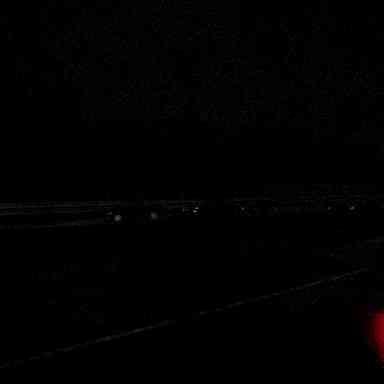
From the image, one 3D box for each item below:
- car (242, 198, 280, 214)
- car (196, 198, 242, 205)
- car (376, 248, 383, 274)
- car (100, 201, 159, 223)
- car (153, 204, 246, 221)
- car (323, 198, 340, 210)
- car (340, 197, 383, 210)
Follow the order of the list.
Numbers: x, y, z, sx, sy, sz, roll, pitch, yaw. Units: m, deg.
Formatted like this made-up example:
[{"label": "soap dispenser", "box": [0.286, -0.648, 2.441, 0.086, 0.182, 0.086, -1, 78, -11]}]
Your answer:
[{"label": "car", "box": [7.035, 1.378, 34.508, 4.902, 1.511, 2.128, -1, 0, -36]}, {"label": "car", "box": [1.354, 1.307, 26.241, 4.553, 1.767, 2.097, 0, 0, -35]}, {"label": "car", "box": [6.797, 1.583, 8.541, 4.718, 1.301, 1.895, 0, 0, -35]}, {"label": "car", "box": [-4.581, 1.455, 25.575, 5.008, 1.535, 1.882, 0, 0, -38]}, {"label": "car", "box": [0.445, 1.544, 17.156, 4.181, 1.385, 1.994, 0, 0, -35]}, {"label": "car", "box": [16.992, 1.332, 37.362, 5.357, 1.411, 2.033, -1, 0, -35]}, {"label": "car", "box": [17.445, 1.299, 33.398, 4.902, 1.511, 2.128, -1, 0, -35]}]
